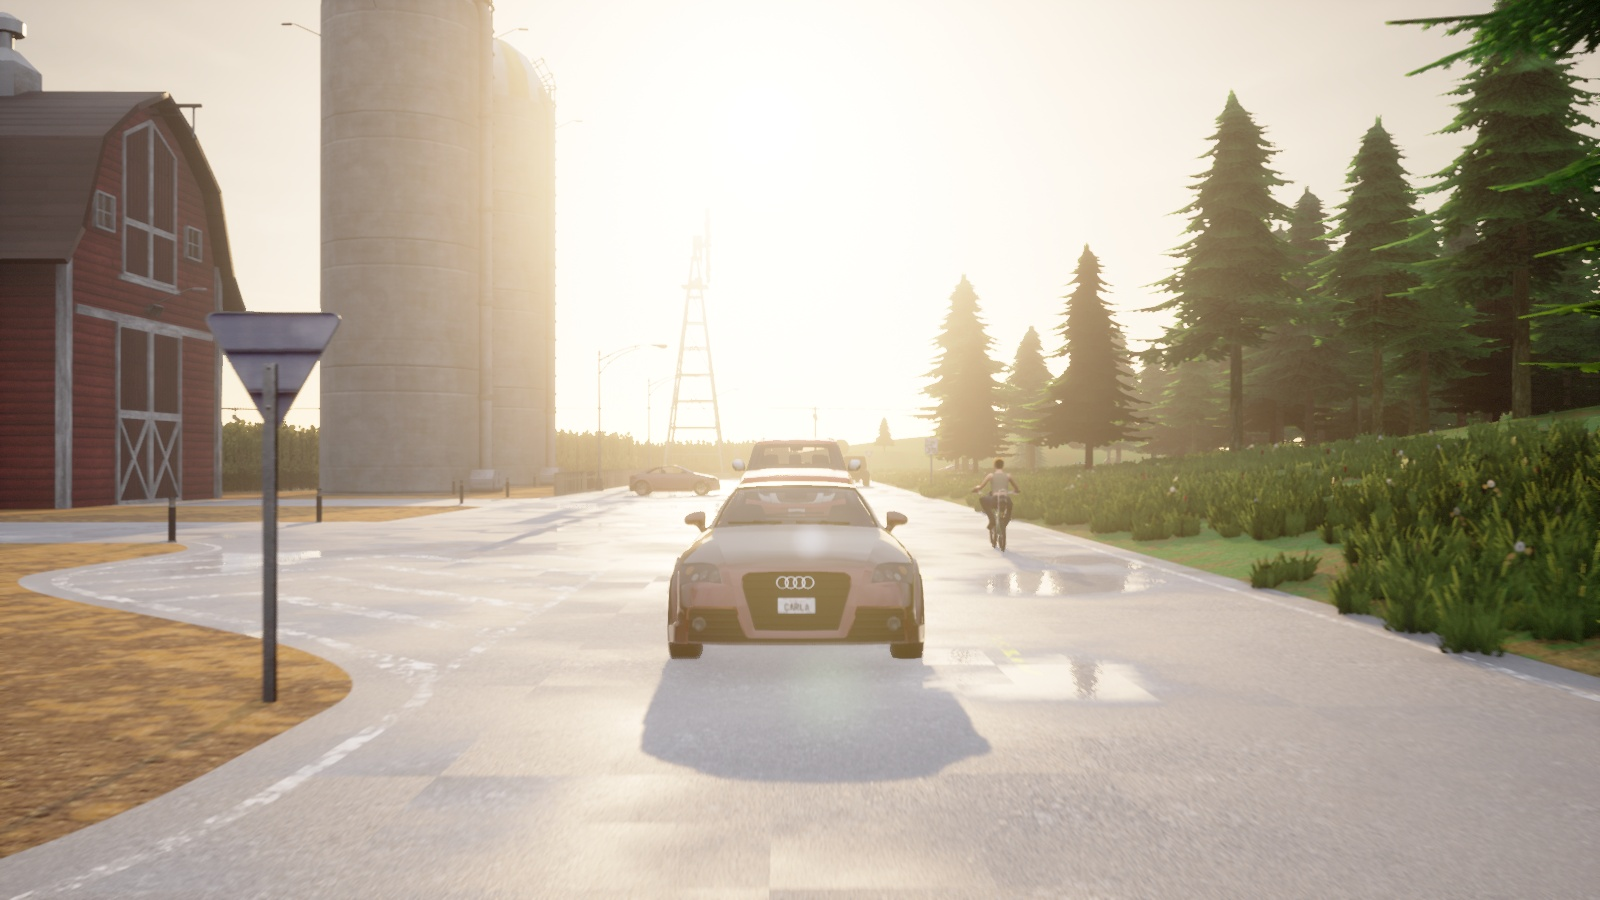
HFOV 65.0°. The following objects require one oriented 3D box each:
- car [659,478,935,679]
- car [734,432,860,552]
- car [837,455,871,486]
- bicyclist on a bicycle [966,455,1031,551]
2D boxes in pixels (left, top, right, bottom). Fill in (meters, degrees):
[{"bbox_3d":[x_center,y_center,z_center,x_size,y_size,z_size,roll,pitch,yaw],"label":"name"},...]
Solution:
[{"bbox_3d":[-0.028,0.978,11.225,1.994,1.385,4.181,-1,0,0],"label":"car"},{"bbox_3d":[-0.061,0.746,24.556,2.150,2.045,5.566,-1,0,0],"label":"car"},{"bbox_3d":[3.321,1.246,78.042,1.905,1.878,3.866,-1,0,0],"label":"car"},{"bbox_3d":[3.450,0.908,21.945,0.866,1.612,1.509,-1,-1,0],"label":"bicyclist on a bicycle"}]
